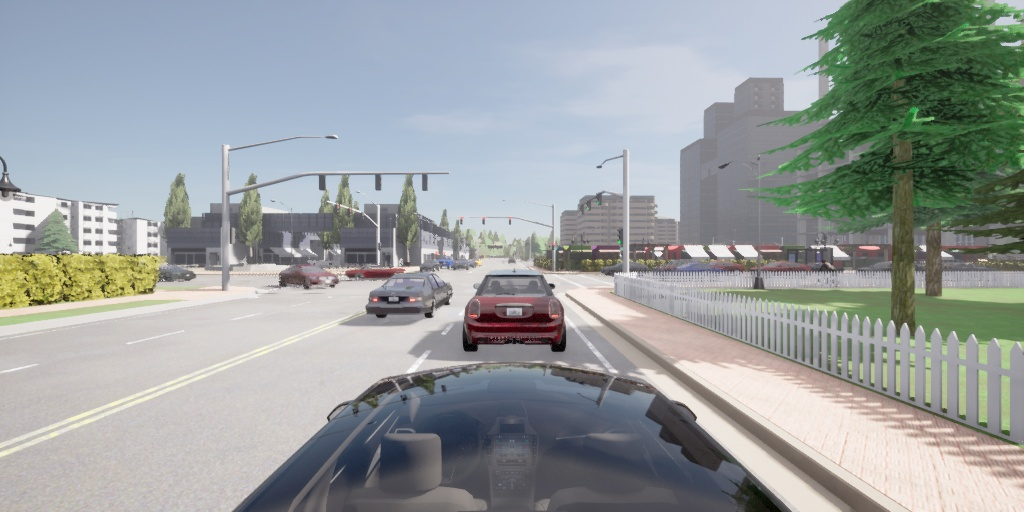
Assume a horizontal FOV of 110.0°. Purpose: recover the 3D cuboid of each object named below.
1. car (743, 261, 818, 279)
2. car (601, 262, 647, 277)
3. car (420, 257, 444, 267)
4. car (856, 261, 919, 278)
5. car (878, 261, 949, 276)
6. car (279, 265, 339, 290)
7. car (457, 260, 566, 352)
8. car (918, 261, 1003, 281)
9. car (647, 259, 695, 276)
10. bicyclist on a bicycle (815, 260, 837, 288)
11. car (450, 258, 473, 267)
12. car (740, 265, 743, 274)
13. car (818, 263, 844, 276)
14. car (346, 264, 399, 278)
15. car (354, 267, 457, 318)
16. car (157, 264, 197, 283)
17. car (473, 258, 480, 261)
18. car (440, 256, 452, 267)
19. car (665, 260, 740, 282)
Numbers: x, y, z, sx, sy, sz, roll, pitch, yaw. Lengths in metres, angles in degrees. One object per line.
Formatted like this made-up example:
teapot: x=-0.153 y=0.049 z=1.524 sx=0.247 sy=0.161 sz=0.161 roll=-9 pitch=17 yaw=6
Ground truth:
car: x=24.287 y=1.227 z=32.561 sx=5.008 sy=1.535 sz=1.882 roll=0 pitch=0 yaw=-1
car: x=11.225 y=1.275 z=35.716 sx=4.674 sy=1.442 sz=1.812 roll=0 pitch=0 yaw=-1
car: x=-10.609 y=1.254 z=46.508 sx=1.837 sy=1.490 sz=4.892 roll=0 pitch=0 yaw=0
car: x=34.349 y=1.254 z=32.806 sx=4.892 sy=1.490 sz=1.837 roll=0 pitch=0 yaw=-1
car: x=40.673 y=1.241 z=36.444 sx=4.902 sy=1.511 sz=2.128 roll=0 pitch=0 yaw=-1
car: x=-12.909 y=1.275 z=22.661 sx=4.674 sy=1.442 sz=1.812 roll=0 pitch=-1 yaw=33
car: x=0.063 y=1.102 z=9.079 sx=2.097 sy=1.767 sz=4.553 roll=0 pitch=0 yaw=0
car: x=36.879 y=1.241 z=29.184 sx=4.902 sy=1.511 sz=2.128 roll=0 pitch=0 yaw=-1
car: x=15.074 y=1.101 z=32.329 sx=4.553 sy=1.767 sz=2.097 roll=0 pitch=0 yaw=-1
bicyclist on a bicycle: x=18.788 y=1.052 z=21.438 sx=0.582 sy=1.620 sz=1.656 roll=0 pitch=0 yaw=-1
car: x=-7.108 y=1.313 z=51.085 sx=1.994 sy=1.385 sz=4.181 roll=0 pitch=0 yaw=0
car: x=20.550 y=1.227 z=35.971 sx=5.008 sy=1.535 sz=1.882 roll=0 pitch=0 yaw=-1
car: x=30.449 y=1.350 z=36.217 sx=4.718 sy=1.301 sz=1.895 roll=0 pitch=0 yaw=-1
car: x=-11.181 y=1.350 z=29.782 sx=4.718 sy=1.301 sz=1.895 roll=0 pitch=0 yaw=-21
car: x=-3.420 y=1.297 z=12.913 sx=2.033 sy=1.411 sz=5.357 roll=0 pitch=0 yaw=0
car: x=-27.062 y=1.313 z=27.690 sx=4.181 sy=1.385 sz=1.994 roll=0 pitch=0 yaw=-1
car: x=-7.093 y=1.296 z=60.328 sx=2.033 sy=1.411 sz=5.357 roll=0 pitch=0 yaw=0
car: x=-10.602 y=0.971 z=56.369 sx=2.150 sy=2.045 sz=5.566 roll=0 pitch=0 yaw=0
car: x=15.120 y=1.275 z=28.635 sx=4.674 sy=1.442 sz=1.812 roll=0 pitch=0 yaw=-1
